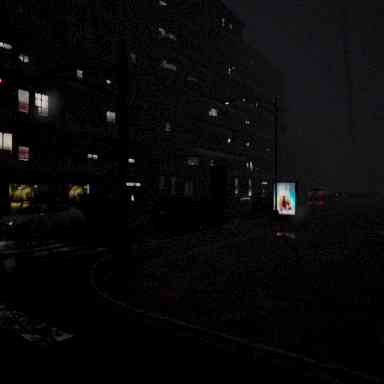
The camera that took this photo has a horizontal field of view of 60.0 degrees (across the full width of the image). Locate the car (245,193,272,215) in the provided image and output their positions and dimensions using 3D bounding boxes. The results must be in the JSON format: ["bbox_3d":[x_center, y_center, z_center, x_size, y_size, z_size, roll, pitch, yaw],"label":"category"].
[{"bbox_3d":[6.311,1.069,26.766,1.947,1.339,4.313,1,2,35],"label":"car"}]

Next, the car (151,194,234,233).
[{"bbox_3d":[-0.062,1.025,17.680,2.192,1.841,5.009,1,2,35],"label":"car"}]

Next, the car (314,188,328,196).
[{"bbox_3d":[28.094,-0.025,72.377,1.967,1.590,4.097,2,2,35],"label":"car"}]

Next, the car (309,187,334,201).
[{"bbox_3d":[18.906,0.232,49.245,2.150,2.045,5.566,0,1,35],"label":"car"}]

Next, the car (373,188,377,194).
[{"bbox_3d":[38.183,-0.012,72.167,1.887,1.381,4.507,1,2,35],"label":"car"}]

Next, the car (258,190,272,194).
[{"bbox_3d":[10.879,0.536,43.312,2.097,1.767,4.553,0,1,35],"label":"car"}]

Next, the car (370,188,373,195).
[{"bbox_3d":[34.995,0.095,67.627,1.887,1.381,4.507,1,2,35],"label":"car"}]

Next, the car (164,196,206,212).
[{"bbox_3d":[-0.584,1.069,31.529,1.802,1.307,4.206,2,2,35],"label":"car"}]

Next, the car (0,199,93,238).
[{"bbox_3d":[-7.536,1.319,16.700,1.812,1.442,4.674,0,1,31],"label":"car"}]

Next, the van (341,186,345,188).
[{"bbox_3d":[37.654,-0.447,85.992,1.690,1.788,3.998,2,2,35],"label":"van"}]

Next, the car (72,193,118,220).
[{"bbox_3d":[-6.955,1.009,22.444,2.192,1.841,5.009,1,2,35],"label":"car"}]

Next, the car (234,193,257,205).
[{"bbox_3d":[5.789,0.828,40.607,2.008,1.369,4.403,2,2,35],"label":"car"}]

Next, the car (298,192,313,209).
[{"bbox_3d":[9.498,0.964,31.307,1.947,1.339,4.313,1,2,35],"label":"car"}]

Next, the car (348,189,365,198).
[{"bbox_3d":[28.621,0.308,58.547,1.887,1.381,4.507,1,2,35],"label":"car"}]

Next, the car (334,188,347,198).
[{"bbox_3d":[25.090,0.405,58.053,1.895,1.301,4.718,0,1,35],"label":"car"}]

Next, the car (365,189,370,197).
[{"bbox_3d":[31.809,0.097,63.084,1.967,1.590,4.097,1,2,35],"label":"car"}]

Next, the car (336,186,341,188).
[{"bbox_3d":[34.467,-0.240,81.456,1.967,1.590,4.097,2,2,35],"label":"car"}]

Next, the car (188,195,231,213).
[{"bbox_3d":[1.652,1.052,30.222,1.994,1.385,4.181,0,1,35],"label":"car"}]
